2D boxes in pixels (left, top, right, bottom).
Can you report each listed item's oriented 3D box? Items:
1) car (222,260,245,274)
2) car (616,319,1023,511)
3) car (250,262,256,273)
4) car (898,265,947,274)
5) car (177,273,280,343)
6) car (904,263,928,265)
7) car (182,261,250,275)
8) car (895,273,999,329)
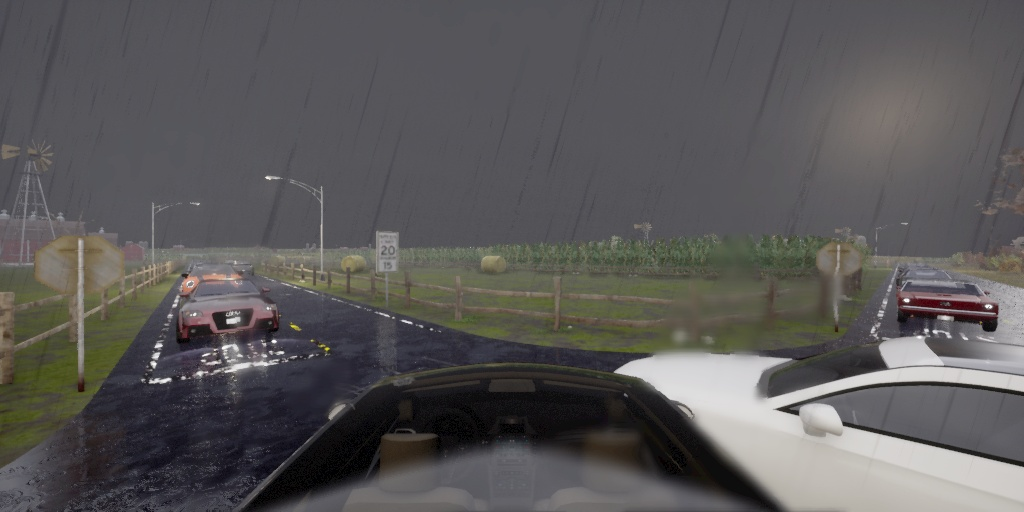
[{"bbox_3d":[-33.583,1.293,43.193,1.837,1.490,4.892,0,0,-41],"label":"car"},{"bbox_3d":[2.844,1.293,2.333,1.812,1.442,4.674,0,1,-44],"label":"car"},{"bbox_3d":[-26.883,1.274,35.716,2.128,1.511,4.902,0,0,-41],"label":"car"},{"bbox_3d":[20.644,1.355,17.909,5.357,1.411,2.033,0,1,-43],"label":"car"},{"bbox_3d":[-7.914,1.353,9.950,1.994,1.385,4.181,0,0,-42],"label":"car"},{"bbox_3d":[27.416,1.391,24.144,4.181,1.385,1.994,0,1,-43],"label":"car"},{"bbox_3d":[-13.672,1.136,16.449,2.097,1.767,4.553,0,0,-42],"label":"car"},{"bbox_3d":[13.548,1.393,11.365,4.718,1.301,1.895,0,1,-43],"label":"car"}]
